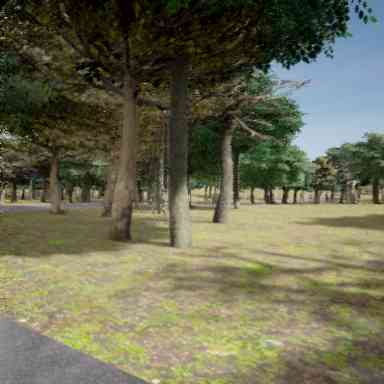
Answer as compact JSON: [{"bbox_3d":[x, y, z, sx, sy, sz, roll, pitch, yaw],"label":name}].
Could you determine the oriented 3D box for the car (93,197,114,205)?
[{"bbox_3d":[-18.845,1.823,71.209,2.097,1.767,4.553,2,0,32],"label":"car"}]
